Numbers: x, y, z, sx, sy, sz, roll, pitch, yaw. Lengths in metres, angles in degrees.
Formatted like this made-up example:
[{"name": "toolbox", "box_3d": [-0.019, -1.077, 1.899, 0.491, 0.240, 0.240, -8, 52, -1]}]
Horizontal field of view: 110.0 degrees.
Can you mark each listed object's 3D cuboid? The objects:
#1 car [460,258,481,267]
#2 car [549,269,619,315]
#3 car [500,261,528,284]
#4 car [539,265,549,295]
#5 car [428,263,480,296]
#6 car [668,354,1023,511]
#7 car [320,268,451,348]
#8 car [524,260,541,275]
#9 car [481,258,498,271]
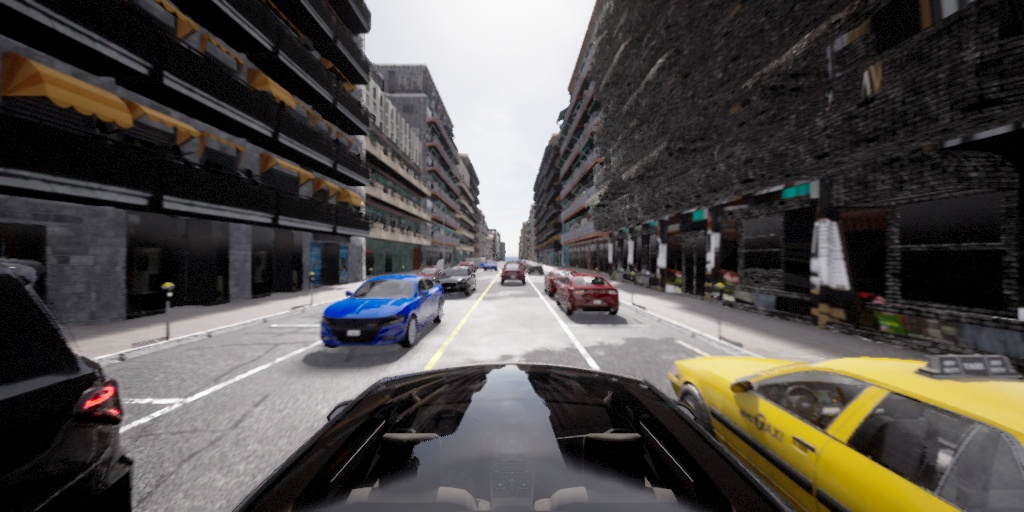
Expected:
[{"name": "car", "box_3d": [-5.716, 1.208, 47.527, 2.192, 1.841, 5.009, 0, 0, 0]}, {"name": "car", "box_3d": [2.685, 1.326, 13.537, 1.888, 1.381, 4.507, 0, 0, 0]}, {"name": "car", "box_3d": [0.092, 1.354, 27.915, 1.812, 1.442, 4.674, 0, 0, 0]}, {"name": "car", "box_3d": [2.681, 1.344, 19.198, 1.888, 1.381, 4.507, 0, 0, 0]}, {"name": "car", "box_3d": [-3.062, 1.307, 19.933, 1.837, 1.490, 4.892, 0, 0, 0]}, {"name": "car", "box_3d": [2.691, 1.276, 2.385, 1.751, 1.417, 4.829, 0, 0, 0]}, {"name": "car", "box_3d": [-3.098, 1.248, 9.534, 1.882, 1.535, 5.008, 0, 0, 0]}, {"name": "car", "box_3d": [2.668, 1.423, 41.848, 2.007, 1.370, 4.403, 0, 0, 0]}, {"name": "car", "box_3d": [-3.099, 1.384, 51.864, 1.882, 1.535, 5.008, 0, 0, 0]}]
